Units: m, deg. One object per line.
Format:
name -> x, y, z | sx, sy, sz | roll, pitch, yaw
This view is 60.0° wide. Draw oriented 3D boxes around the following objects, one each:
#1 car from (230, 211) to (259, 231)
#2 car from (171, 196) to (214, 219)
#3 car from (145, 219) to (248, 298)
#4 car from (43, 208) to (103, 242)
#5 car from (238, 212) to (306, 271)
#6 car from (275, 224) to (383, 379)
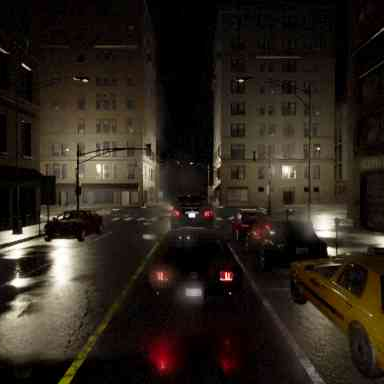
car -> 2.870, 1.575, 16.298 | 1.802, 1.307, 4.206 | -1, 0, 0
car -> 0.002, 1.214, 18.459 | 2.150, 2.045, 5.566 | 0, 0, 0
car -> 0.046, 1.598, 8.467 | 1.895, 1.301, 4.718 | 0, 0, 0
car -> -5.675, 1.537, 16.300 | 1.887, 1.381, 4.507 | -1, 0, 0
car -> 2.867, 1.562, 10.712 | 1.947, 1.339, 4.313 | -1, 0, 0
car -> 2.863, 1.523, 5.296 | 1.752, 1.417, 4.829 | -1, 0, 0
